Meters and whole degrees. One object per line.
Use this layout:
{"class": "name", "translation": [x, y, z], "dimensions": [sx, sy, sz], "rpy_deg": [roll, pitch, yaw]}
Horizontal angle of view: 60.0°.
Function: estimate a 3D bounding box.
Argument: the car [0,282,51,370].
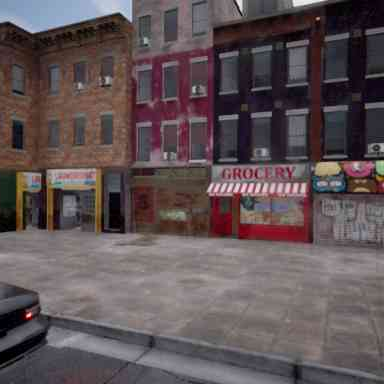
{"class": "car", "translation": [-4.522, 1.547, 4.608], "dimensions": [5.357, 1.411, 2.033], "rpy_deg": [0, 0, 23]}
